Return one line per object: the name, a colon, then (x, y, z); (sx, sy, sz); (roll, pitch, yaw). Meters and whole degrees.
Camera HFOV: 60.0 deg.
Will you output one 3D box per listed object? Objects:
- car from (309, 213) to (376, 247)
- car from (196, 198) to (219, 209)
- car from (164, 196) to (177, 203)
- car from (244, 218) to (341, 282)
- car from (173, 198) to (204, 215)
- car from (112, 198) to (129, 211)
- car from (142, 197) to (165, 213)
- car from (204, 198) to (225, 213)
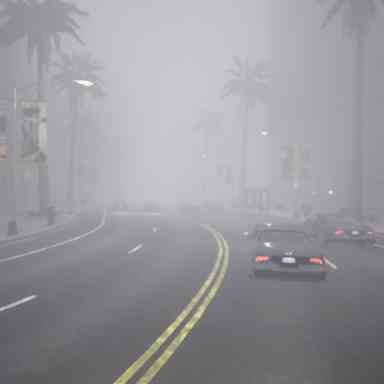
car: (6.574, 1.693, 15.830); (2.033, 1.411, 5.357); (1, 0, 1)
car: (2.348, 1.733, 52.454); (2.231, 1.521, 4.892); (1, 0, -14)
car: (-4.701, 1.644, 80.971); (2.185, 1.767, 4.553); (1, 0, -14)
car: (2.596, 1.622, 10.078); (2.033, 1.411, 5.357); (1, 0, 9)
car: (-0.423, 1.677, 36.535); (1.812, 1.442, 4.674); (1, 0, -14)
car: (-9.049, 1.566, 41.945); (2.128, 1.511, 4.902); (1, 0, -14)
car: (-4.787, 1.675, 39.143); (1.994, 1.385, 4.181); (1, 0, -13)
car: (2.338, 1.747, 40.050); (2.033, 1.411, 5.357); (1, 0, -14)
